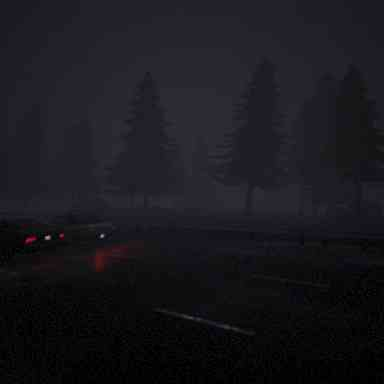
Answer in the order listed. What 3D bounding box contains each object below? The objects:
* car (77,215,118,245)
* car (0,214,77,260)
[{"bbox_3d":[-6.026,1.756,16.353,4.718,1.301,1.895,-1,0,30],"label":"car"},{"bbox_3d":[-7.239,1.692,13.020,5.357,1.411,2.033,-1,0,31],"label":"car"}]
